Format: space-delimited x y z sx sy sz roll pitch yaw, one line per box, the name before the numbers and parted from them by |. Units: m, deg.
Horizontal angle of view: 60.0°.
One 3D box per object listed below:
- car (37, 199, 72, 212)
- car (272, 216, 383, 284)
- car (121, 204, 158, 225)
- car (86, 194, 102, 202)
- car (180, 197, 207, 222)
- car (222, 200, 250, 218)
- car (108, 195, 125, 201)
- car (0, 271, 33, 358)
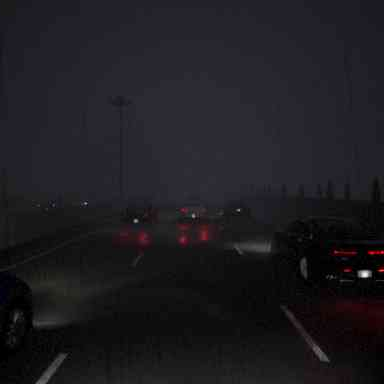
car | -14.080 1.357 34.339 1.895 1.301 4.718 0 0 0
car | 3.602 1.437 9.348 1.837 1.490 4.892 0 0 0
car | -3.396 1.442 22.373 1.895 1.301 4.718 0 0 0
car | -17.824 1.057 60.499 1.882 1.535 5.008 0 0 -2
car | 0.102 1.352 24.354 1.812 1.442 4.674 0 0 0
car | 3.606 1.367 27.711 1.994 1.385 4.181 0 0 0
car | -10.595 1.191 47.185 1.812 1.442 4.674 0 0 0
car | -3.400 1.329 3.082 2.097 1.767 4.553 0 0 0
